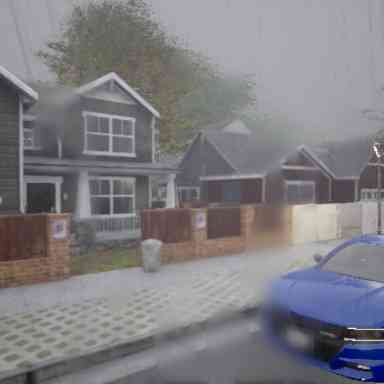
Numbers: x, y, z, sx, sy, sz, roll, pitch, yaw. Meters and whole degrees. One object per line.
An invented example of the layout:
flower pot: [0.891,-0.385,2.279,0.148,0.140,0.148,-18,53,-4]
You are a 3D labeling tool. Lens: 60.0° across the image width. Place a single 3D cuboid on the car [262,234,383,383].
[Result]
car: [3.290,1.473,5.418,5.008,1.535,1.882,0,0,-35]
